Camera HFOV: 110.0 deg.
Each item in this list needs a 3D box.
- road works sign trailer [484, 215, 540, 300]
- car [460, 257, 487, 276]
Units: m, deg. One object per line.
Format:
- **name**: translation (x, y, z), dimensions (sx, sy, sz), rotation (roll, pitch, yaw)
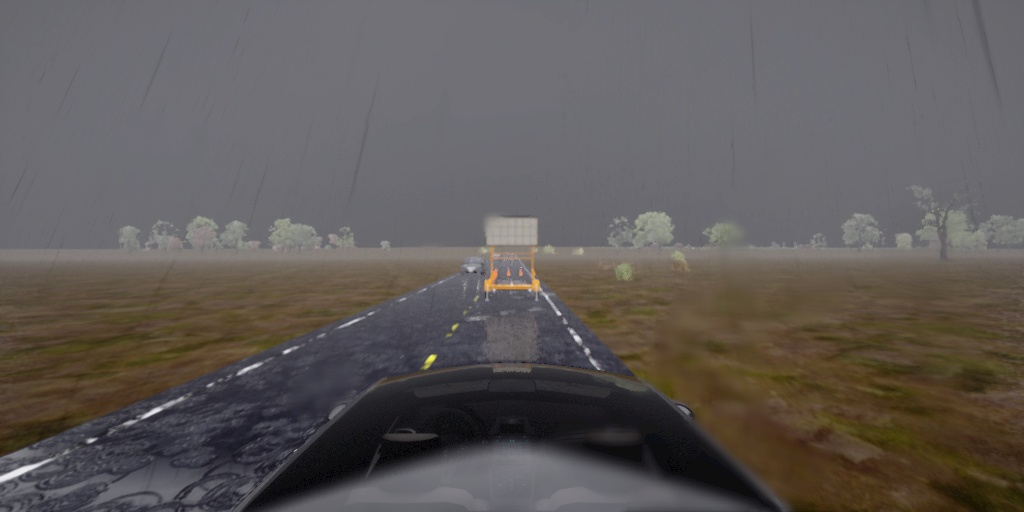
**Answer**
- **road works sign trailer**: translation (0.001, -0.007, 15.924), dimensions (2.380, 3.560, 2.880), rotation (0, 0, 0)
- **car**: translation (-3.082, 0.809, 29.465), dimensions (2.128, 1.511, 4.902), rotation (0, 1, 0)
